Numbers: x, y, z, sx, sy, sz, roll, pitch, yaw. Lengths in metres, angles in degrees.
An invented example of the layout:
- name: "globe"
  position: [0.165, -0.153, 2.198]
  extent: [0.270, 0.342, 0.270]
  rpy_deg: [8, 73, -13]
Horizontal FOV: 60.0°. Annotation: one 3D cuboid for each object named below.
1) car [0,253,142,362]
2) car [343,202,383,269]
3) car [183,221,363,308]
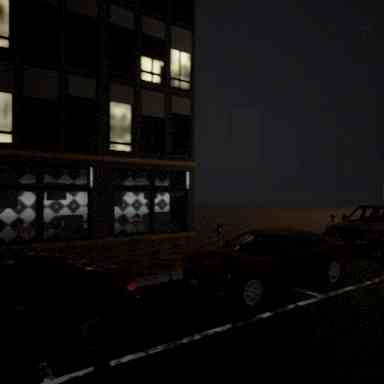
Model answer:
- name: "car"
  position: [-2.748, 1.581, 4.593]
  extent: [4.206, 1.307, 1.802]
  rpy_deg: [0, 0, -36]
- name: "car"
  position: [6.508, 1.295, 11.197]
  extent: [5.009, 1.841, 2.192]
  rpy_deg: [0, 1, -36]
- name: "car"
  position: [1.879, 1.535, 7.896]
  extent: [4.507, 1.381, 1.887]
  rpy_deg: [0, 0, -36]
